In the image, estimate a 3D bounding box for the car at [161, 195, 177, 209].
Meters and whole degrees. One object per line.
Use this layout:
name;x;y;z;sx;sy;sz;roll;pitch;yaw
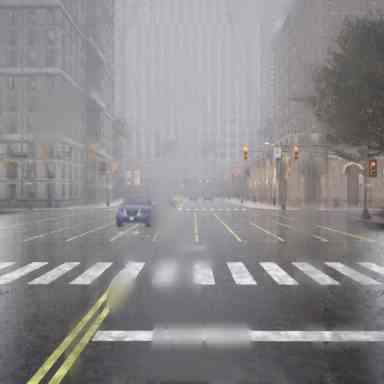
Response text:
car;-3.402;1.505;46.598;1.837;1.490;4.892;0;0;-3

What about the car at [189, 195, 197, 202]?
car;0.217;1.449;78.594;2.128;1.511;4.902;0;0;1

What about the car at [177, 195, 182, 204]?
car;-3.515;1.477;62.806;1.882;1.535;5.008;0;0;1

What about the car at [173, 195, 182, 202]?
car;-3.313;1.477;75.804;1.882;1.535;5.008;0;0;1

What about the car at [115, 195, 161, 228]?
car;-3.589;1.221;22.541;2.150;2.045;5.566;0;0;0

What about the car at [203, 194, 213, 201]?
car;3.717;1.280;78.527;2.097;1.767;4.553;0;0;1
